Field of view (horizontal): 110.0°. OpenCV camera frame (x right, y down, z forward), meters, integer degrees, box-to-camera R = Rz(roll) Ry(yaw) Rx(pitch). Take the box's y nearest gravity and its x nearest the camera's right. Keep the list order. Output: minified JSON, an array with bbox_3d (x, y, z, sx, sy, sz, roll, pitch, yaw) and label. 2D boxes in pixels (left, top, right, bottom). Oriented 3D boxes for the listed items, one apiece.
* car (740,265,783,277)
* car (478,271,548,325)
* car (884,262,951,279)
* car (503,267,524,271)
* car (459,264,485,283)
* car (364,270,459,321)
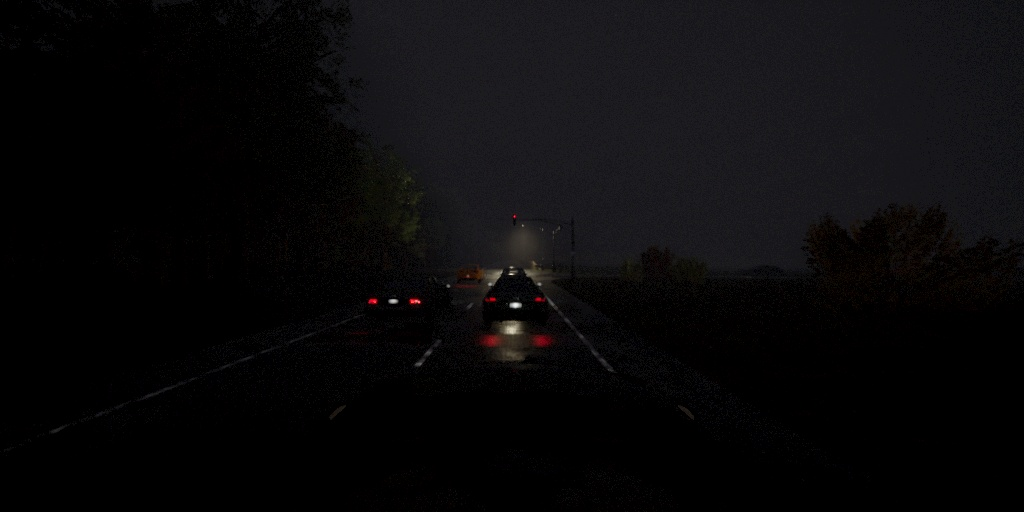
[{"bbox_3d":[32.255,1.926,46.363,4.892,1.490,1.837,1,-1,0],"label":"car"},{"bbox_3d":[0.101,1.379,12.163,1.994,1.385,4.181,0,0,0],"label":"car"},{"bbox_3d":[48.559,1.739,42.710,5.566,2.045,2.150,1,-1,0],"label":"car"},{"bbox_3d":[0.105,1.431,23.488,2.033,1.411,5.357,0,0,0],"label":"car"},{"bbox_3d":[-3.396,1.402,30.153,1.882,1.535,5.008,0,0,0],"label":"car"},{"bbox_3d":[-3.397,1.366,12.778,2.033,1.411,5.357,0,0,0],"label":"car"}]
